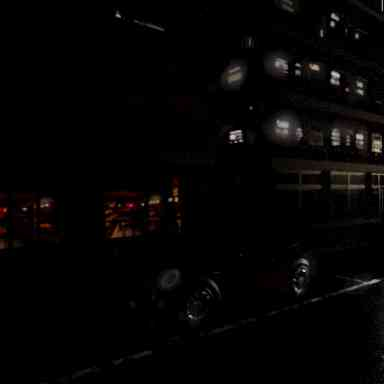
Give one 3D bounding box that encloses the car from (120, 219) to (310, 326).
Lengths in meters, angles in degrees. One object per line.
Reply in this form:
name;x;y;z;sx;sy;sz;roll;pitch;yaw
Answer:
car;0.579;1.439;6.987;4.097;1.590;1.967;0;-1;-35
